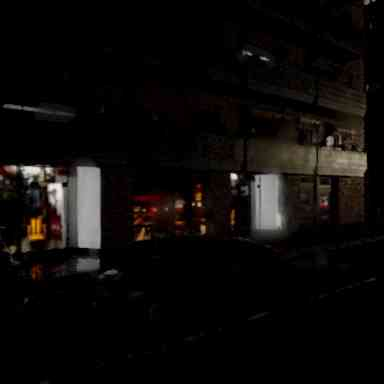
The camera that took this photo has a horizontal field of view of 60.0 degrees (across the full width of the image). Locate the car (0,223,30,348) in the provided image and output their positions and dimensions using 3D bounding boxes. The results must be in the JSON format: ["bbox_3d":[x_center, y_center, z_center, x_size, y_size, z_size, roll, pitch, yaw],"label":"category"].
[{"bbox_3d":[-4.416,1.327,3.407,5.009,1.841,2.192,0,1,-36],"label":"car"}]

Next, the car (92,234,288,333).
[{"bbox_3d":[0.173,1.555,6.683,4.206,1.307,1.802,0,1,-36],"label":"car"}]
